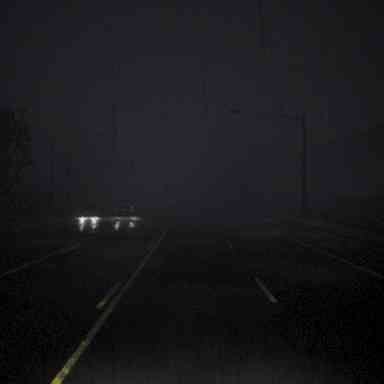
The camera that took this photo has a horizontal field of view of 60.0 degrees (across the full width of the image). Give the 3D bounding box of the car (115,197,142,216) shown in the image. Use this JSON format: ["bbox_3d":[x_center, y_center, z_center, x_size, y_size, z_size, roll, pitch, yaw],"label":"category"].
[{"bbox_3d":[-7.037,1.549,37.250,2.150,2.045,5.566,0,0,1],"label":"car"}]

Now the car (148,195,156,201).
[{"bbox_3d":[-10.505,1.594,88.068,2.033,1.411,5.357,0,0,0],"label":"car"}]

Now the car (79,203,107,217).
[{"bbox_3d":[-10.555,1.889,35.562,1.994,1.385,4.181,0,0,0],"label":"car"}]
